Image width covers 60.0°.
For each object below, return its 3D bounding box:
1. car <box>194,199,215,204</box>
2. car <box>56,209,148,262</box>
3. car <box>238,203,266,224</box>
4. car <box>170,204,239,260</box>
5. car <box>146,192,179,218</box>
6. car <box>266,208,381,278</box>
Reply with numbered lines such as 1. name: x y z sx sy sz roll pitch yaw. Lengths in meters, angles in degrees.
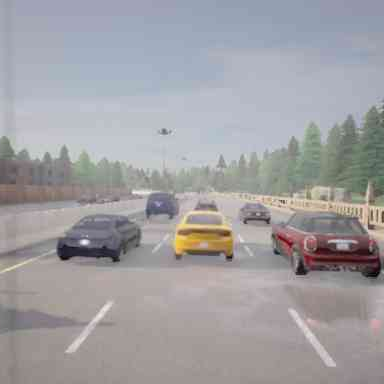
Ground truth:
1. car: 1.202 1.371 28.256 2.128 1.511 4.902 1 0 3
2. car: -3.057 1.448 11.769 1.994 1.385 4.181 1 0 3
3. car: 4.496 1.505 24.342 2.033 1.411 5.357 1 0 3
4. car: 0.472 1.424 12.324 1.882 1.535 5.008 1 0 3
5. car: -2.344 1.045 27.300 2.150 2.045 5.566 1 1 3
6. car: 3.886 1.369 10.456 2.097 1.767 4.553 1 0 3
